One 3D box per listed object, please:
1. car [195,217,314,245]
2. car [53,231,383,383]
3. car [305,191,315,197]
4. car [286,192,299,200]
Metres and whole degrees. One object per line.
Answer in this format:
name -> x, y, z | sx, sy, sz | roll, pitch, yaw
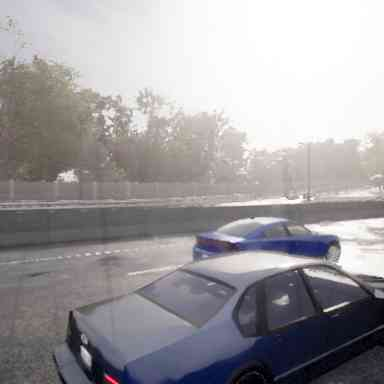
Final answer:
car -> 2.360, 1.477, 9.725 | 5.008, 1.535, 1.882 | 0, 0, -35
car -> 1.075, 1.547, 4.511 | 5.357, 1.411, 2.033 | 0, 0, -35
car -> 29.310, 0.438, 82.187 | 1.812, 1.442, 4.674 | 0, 2, 33
car -> 20.814, 0.847, 68.836 | 2.128, 1.511, 4.902 | 0, 1, 31
